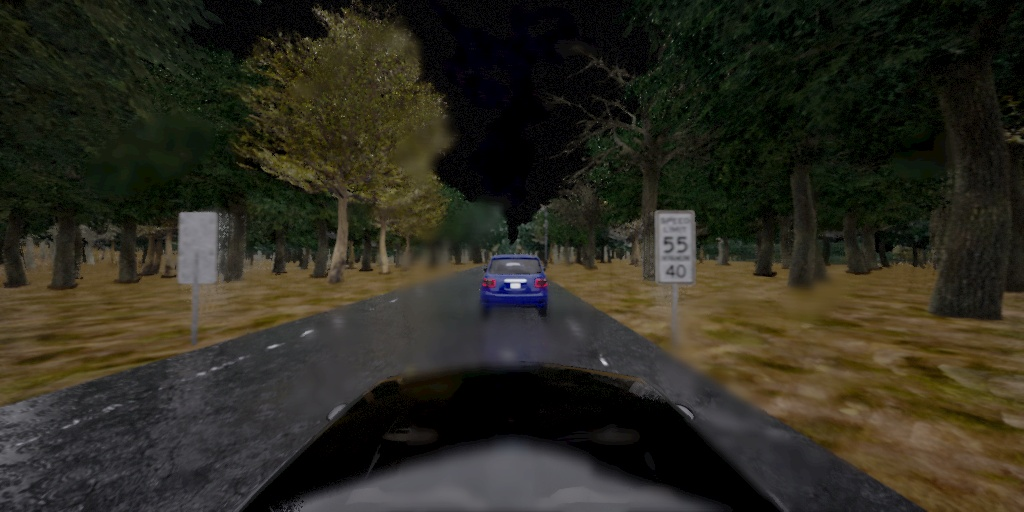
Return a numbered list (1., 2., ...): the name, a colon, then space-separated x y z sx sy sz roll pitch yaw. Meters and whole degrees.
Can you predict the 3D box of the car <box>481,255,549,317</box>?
1. car: 0.104 0.972 13.261 2.150 2.045 5.566 0 0 0
